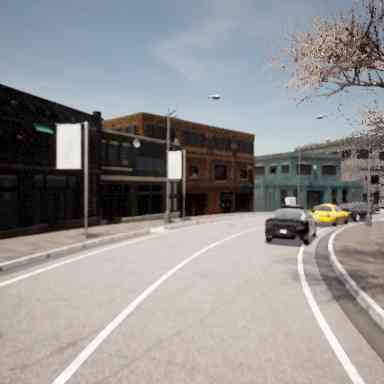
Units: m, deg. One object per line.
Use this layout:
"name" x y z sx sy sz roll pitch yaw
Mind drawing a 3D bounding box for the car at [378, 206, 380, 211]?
"car" 18.984 1.778 37.696 5.357 1.411 2.033 1 1 -30

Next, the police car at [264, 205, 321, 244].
"police car" 4.960 1.475 16.385 1.930 1.638 5.238 1 0 26

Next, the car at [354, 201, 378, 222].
"car" 13.702 1.694 28.283 4.892 1.490 1.837 1 1 -43

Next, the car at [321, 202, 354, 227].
"car" 10.007 1.580 24.324 1.801 1.575 5.366 2 0 39
